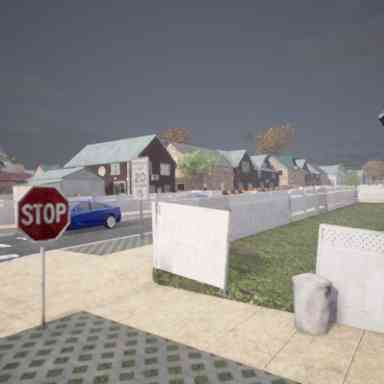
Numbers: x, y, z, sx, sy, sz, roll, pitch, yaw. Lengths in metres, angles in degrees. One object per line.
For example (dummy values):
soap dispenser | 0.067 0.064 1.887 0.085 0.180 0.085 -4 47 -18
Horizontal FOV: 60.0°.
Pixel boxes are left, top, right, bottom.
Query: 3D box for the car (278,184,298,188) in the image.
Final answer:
car | 11.724 0.108 41.266 2.150 2.045 5.566 -1 1 36

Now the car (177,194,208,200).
car | -0.066 0.910 24.573 1.882 1.535 5.008 -1 1 35

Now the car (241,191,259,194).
car | 5.754 0.639 32.833 1.882 1.535 5.008 -1 1 35

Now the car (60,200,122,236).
car | -5.740 1.176 16.442 1.882 1.535 5.008 -1 1 34

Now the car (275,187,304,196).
car | 10.621 0.536 34.653 2.033 1.411 5.357 -1 1 35
